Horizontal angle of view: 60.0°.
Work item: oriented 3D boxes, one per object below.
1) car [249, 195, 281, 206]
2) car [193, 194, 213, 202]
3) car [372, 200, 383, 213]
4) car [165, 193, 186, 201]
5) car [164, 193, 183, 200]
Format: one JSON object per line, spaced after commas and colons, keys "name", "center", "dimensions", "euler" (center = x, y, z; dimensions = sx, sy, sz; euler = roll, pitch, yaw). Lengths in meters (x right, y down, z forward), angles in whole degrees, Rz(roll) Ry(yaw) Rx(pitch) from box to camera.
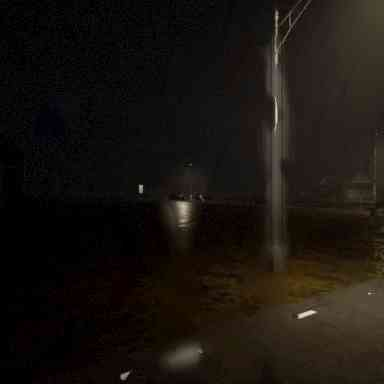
{"name": "car", "center": [9.924, 1.161, 45.370], "dimensions": [1.837, 1.490, 4.892], "euler": [2, 0, -35]}
{"name": "car", "center": [2.043, 1.098, 62.709], "dimensions": [1.837, 1.490, 4.892], "euler": [2, -1, -35]}
{"name": "car", "center": [19.702, 1.331, 31.263], "dimensions": [1.882, 1.535, 5.008], "euler": [2, 0, -33]}
{"name": "car", "center": [-3.031, 0.978, 63.803], "dimensions": [1.837, 1.490, 4.892], "euler": [2, -1, -35]}
{"name": "car", "center": [-3.999, 0.954, 71.235], "dimensions": [1.895, 1.301, 4.718], "euler": [2, -1, -35]}
